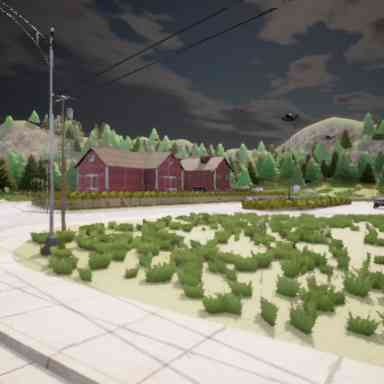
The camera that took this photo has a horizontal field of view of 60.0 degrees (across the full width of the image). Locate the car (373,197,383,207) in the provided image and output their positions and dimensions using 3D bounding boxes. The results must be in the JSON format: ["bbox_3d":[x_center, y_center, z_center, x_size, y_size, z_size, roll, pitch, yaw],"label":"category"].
[{"bbox_3d":[25.887,1.486,45.198,1.837,1.490,4.892,0,-1,35],"label":"car"}]

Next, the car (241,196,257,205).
[{"bbox_3d":[9.444,1.431,52.149,1.882,1.535,5.008,0,0,36],"label":"car"}]
